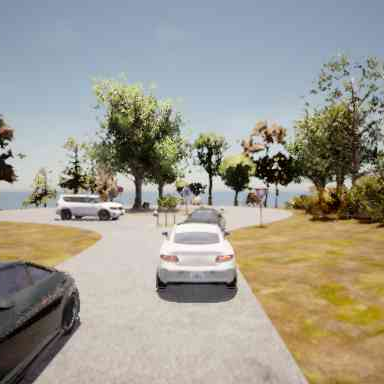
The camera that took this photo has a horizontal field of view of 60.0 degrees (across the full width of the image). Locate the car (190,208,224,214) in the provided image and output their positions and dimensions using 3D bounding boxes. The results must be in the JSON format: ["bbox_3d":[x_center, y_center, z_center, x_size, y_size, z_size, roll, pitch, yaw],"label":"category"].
[{"bbox_3d":[0.784,1.589,18.798,1.994,1.385,4.181,0,0,10],"label":"car"}]

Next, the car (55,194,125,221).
[{"bbox_3d":[-8.351,1.250,27.204,5.566,2.045,2.150,1,0,11],"label":"car"}]

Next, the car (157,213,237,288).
[{"bbox_3d":[0.114,1.538,9.123,1.812,1.442,4.674,0,0,0],"label":"car"}]

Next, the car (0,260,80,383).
[{"bbox_3d":[-2.857,1.565,3.906,1.994,1.385,4.181,0,0,0],"label":"car"}]
